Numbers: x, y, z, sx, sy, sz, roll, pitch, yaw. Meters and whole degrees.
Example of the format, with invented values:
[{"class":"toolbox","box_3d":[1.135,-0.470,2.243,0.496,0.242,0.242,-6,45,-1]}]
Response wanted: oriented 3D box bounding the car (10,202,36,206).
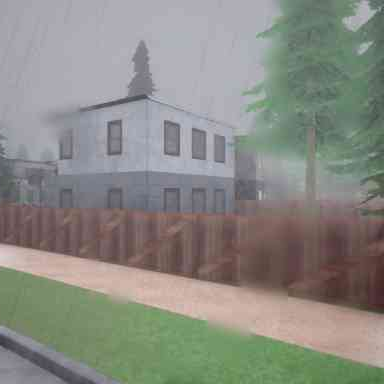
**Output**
[{"class":"car","box_3d":[-15.351,1.582,29.329,1.895,1.301,4.718,0,0,28]}]
